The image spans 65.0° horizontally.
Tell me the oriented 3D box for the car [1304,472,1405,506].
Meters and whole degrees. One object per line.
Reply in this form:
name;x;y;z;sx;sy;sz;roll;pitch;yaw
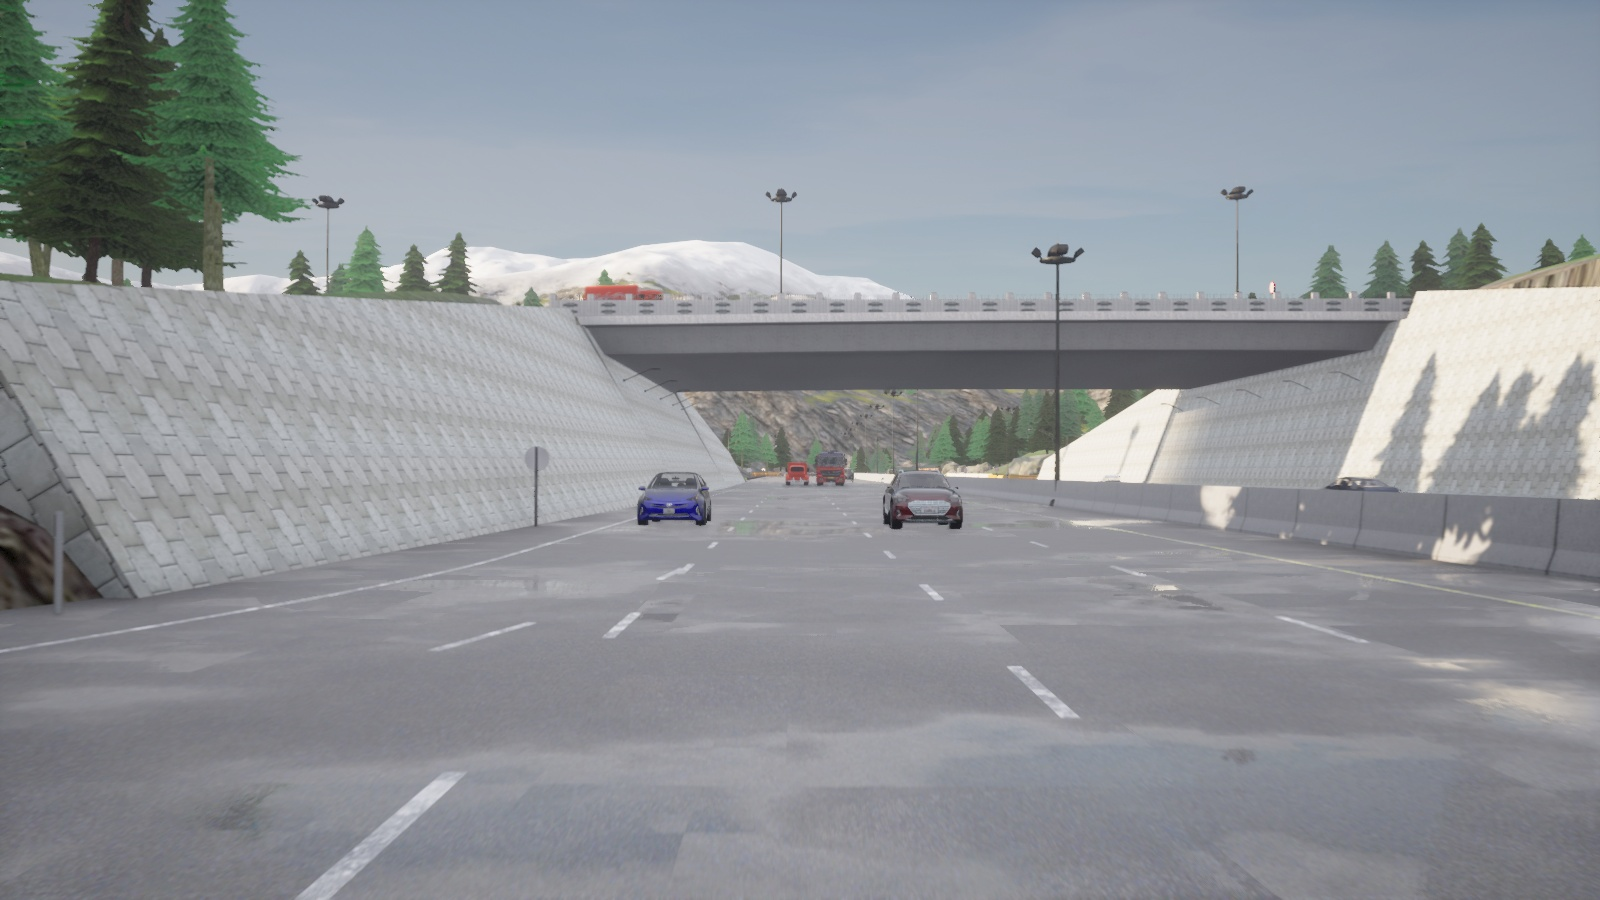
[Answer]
car;24.366;1.692;55.430;2.033;1.411;5.357;0;-1;0

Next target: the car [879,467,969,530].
car;3.414;1.324;35.420;2.033;1.649;4.856;0;-1;0

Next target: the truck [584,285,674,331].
truck;-10.709;-8.916;79.041;5.204;2.467;2.627;-1;-1;0

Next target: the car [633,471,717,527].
car;-3.589;1.390;36.686;2.007;1.525;4.514;0;-1;0
